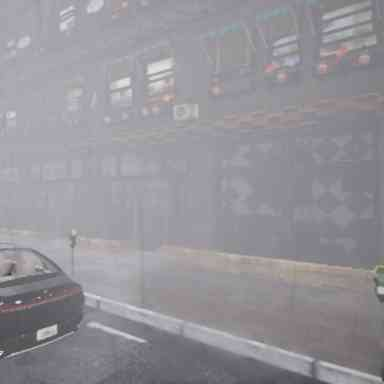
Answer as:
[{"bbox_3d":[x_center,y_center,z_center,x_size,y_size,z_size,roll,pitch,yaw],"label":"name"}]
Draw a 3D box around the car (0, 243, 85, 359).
[{"bbox_3d":[-3.588,1.517,5.454,4.403,1.369,2.008,0,-1,36],"label":"car"}]
